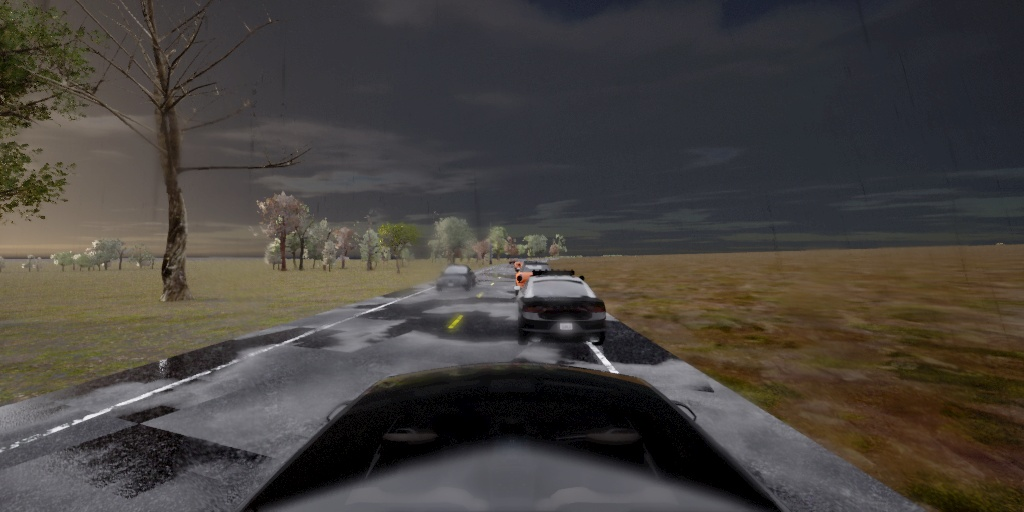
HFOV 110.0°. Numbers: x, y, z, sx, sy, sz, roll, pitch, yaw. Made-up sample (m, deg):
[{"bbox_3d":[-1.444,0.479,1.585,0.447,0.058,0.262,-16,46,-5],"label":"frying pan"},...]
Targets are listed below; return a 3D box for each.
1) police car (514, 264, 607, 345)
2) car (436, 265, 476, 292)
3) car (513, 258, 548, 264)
[{"bbox_3d":[1.088,1.175,9.609,1.930,1.638,5.238,0,0,1],"label":"police car"},{"bbox_3d":[-3.228,1.276,21.482,1.812,1.442,4.674,0,0,1],"label":"car"},{"bbox_3d":[1.244,1.101,19.434,2.097,1.767,4.553,0,0,1],"label":"car"}]
